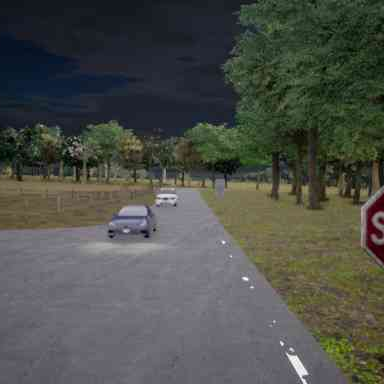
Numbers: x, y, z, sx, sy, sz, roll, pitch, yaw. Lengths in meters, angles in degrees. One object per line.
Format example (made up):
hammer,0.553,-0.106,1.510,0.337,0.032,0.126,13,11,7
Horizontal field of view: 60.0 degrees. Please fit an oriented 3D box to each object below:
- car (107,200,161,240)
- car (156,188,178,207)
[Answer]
car,-2.762,1.359,16.271,1.812,1.442,4.674,1,0,0
car,-2.792,0.612,37.613,2.150,2.045,5.566,0,2,0
